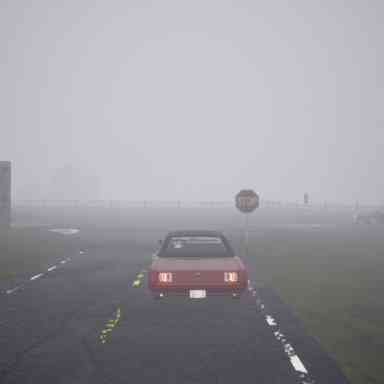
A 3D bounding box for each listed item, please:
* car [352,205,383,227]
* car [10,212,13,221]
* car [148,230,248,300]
[{"bbox_3d":[14.322,1.718,24.273,4.902,1.511,2.128,1,-1,0],"label":"car"},{"bbox_3d":[-14.099,1.330,21.201,4.892,1.490,1.837,0,-1,0],"label":"car"},{"bbox_3d":[0.074,1.603,8.386,1.895,1.301,4.718,0,0,-1],"label":"car"}]
